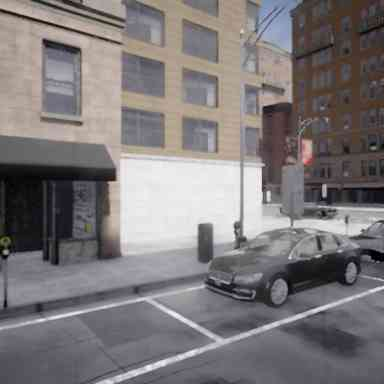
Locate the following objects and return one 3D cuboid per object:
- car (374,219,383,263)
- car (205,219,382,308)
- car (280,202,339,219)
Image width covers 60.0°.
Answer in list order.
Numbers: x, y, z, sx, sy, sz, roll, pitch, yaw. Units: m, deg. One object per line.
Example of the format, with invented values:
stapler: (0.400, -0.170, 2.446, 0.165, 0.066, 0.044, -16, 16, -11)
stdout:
car: (6.906, 1.575, 11.110, 4.313, 1.339, 1.947, 0, 0, -35)
car: (2.296, 1.556, 7.823, 4.403, 1.369, 2.008, 0, 0, -35)
car: (9.832, 1.543, 28.090, 1.895, 1.301, 4.718, 0, 0, -35)
